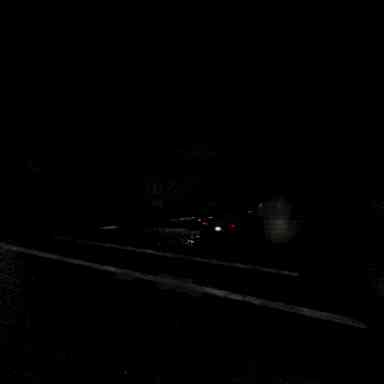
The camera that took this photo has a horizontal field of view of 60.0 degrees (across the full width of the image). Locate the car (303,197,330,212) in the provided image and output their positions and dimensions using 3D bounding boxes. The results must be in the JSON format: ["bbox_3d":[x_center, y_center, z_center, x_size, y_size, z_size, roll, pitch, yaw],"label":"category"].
[{"bbox_3d":[13.943,1.339,37.200,1.882,1.535,5.008,1,0,39],"label":"car"}]

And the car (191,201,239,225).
[{"bbox_3d":[1.800,1.362,20.839,1.837,1.490,4.892,1,0,35],"label":"car"}]

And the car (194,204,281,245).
[{"bbox_3d":[2.187,1.457,15.076,1.994,1.385,4.181,1,0,35],"label":"car"}]

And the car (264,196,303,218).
[{"bbox_3d":[7.617,1.209,28.969,2.097,1.767,4.553,1,0,37],"label":"car"}]
